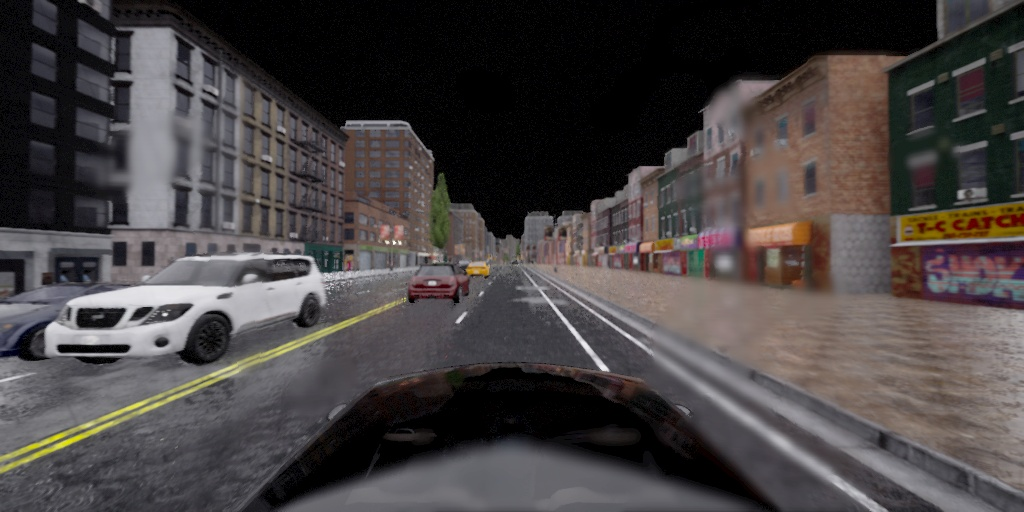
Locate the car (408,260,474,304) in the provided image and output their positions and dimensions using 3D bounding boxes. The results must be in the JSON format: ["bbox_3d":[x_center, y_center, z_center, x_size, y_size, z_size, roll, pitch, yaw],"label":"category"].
[{"bbox_3d":[-3.147,1.090,16.290,2.097,1.767,4.553,0,0,0],"label":"car"}]

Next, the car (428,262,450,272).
[{"bbox_3d":[-9.816,1.443,48.543,1.895,1.301,4.718,0,0,0],"label":"car"}]

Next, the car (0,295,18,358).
[{"bbox_3d":[-9.847,1.304,8.099,1.994,1.385,4.181,0,0,0],"label":"car"}]

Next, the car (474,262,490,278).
[{"bbox_3d":[-3.142,1.258,34.059,1.882,1.535,5.008,0,0,0],"label":"car"}]

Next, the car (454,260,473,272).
[{"bbox_3d":[-6.567,1.320,48.653,1.882,1.535,5.008,0,0,0],"label":"car"}]

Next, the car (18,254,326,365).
[{"bbox_3d":[-6.598,0.961,8.380,2.150,2.045,5.566,0,0,0],"label":"car"}]
